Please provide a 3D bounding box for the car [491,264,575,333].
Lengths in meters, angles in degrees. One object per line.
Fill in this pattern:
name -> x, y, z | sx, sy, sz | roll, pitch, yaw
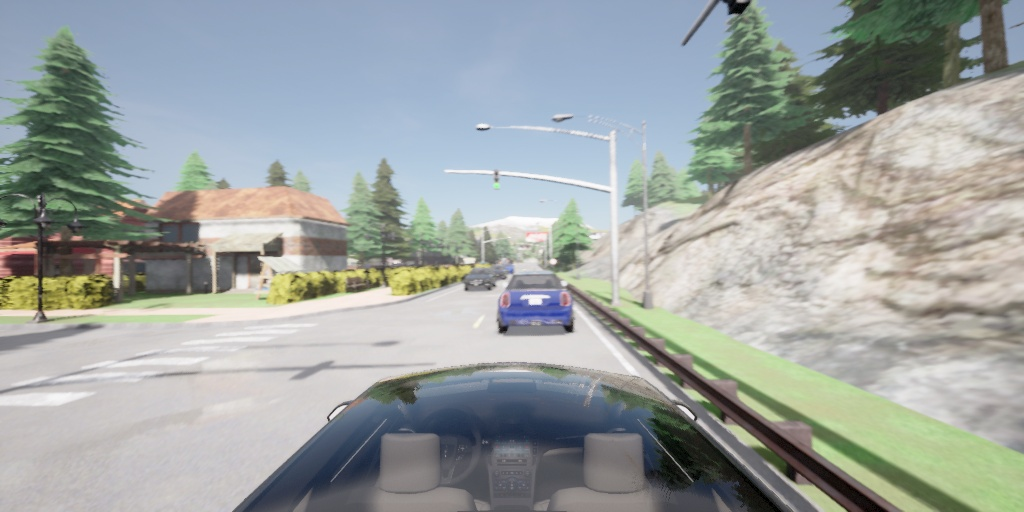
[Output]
car -> 0.725, 1.221, 11.486 | 2.097, 1.767, 4.553 | -1, 0, 3

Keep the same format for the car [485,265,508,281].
car -> -1.519, 1.733, 37.325 | 1.837, 1.490, 4.892 | -1, -1, 3

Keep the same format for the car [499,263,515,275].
car -> -0.638, 1.881, 52.395 | 1.882, 1.535, 5.008 | -1, 0, 4

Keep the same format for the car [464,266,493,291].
car -> -2.184, 1.593, 25.475 | 1.837, 1.490, 4.892 | -1, -1, 3
